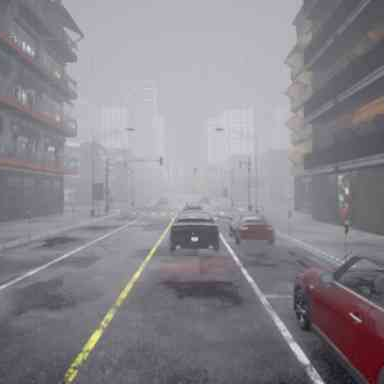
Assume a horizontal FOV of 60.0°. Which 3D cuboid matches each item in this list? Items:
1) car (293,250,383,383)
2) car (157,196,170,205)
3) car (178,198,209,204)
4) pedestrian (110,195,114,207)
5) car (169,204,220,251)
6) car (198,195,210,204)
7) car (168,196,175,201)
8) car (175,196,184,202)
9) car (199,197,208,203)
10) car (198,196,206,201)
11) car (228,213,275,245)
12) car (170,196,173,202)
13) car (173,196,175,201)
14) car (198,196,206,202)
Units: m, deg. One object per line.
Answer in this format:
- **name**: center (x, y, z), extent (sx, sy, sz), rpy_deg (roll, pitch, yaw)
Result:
- **car**: center (2.691, 1.448, 4.175), extent (1.967, 1.590, 4.097), rpy_deg (0, 0, 0)
- **car**: center (-5.792, 1.722, 64.734), extent (1.887, 1.381, 4.507), rpy_deg (0, 0, 0)
- **car**: center (0.094, 1.558, 28.414), extent (2.128, 1.511, 4.902), rpy_deg (0, 0, 0)
- **pedestrian**: center (-12.524, 1.420, 51.991), extent (0.375, 1.860, 0.375), rpy_deg (0, 0, 0)
- **car**: center (0.095, 1.508, 14.169), extent (1.882, 1.535, 5.008), rpy_deg (0, 0, 0)
- **car**: center (2.675, 1.512, 70.258), extent (2.192, 1.841, 5.009), rpy_deg (0, 0, 0)
- **car**: center (-5.711, 1.865, 92.357), extent (1.802, 1.307, 4.206), rpy_deg (0, 0, 0)
- **car**: center (-3.020, 1.809, 89.125), extent (2.033, 1.411, 5.357), rpy_deg (0, 0, 0)
- **car**: center (2.673, 1.783, 75.783), extent (1.947, 1.339, 4.313), rpy_deg (0, 0, 0)
- **car**: center (2.670, 1.833, 92.359), extent (2.008, 1.369, 4.403), rpy_deg (0, 0, 0)
- **car**: center (2.688, 1.615, 15.505), extent (1.802, 1.307, 4.206), rpy_deg (0, 0, 0)
- **car**: center (-5.705, 1.763, 70.255), extent (1.947, 1.339, 4.313), rpy_deg (0, 0, 0)
- **car**: center (-5.708, 1.763, 81.136), extent (1.752, 1.417, 4.829), rpy_deg (0, 0, 0)
- **car**: center (2.671, 1.826, 86.834), extent (1.947, 1.339, 4.313), rpy_deg (0, 0, 0)
